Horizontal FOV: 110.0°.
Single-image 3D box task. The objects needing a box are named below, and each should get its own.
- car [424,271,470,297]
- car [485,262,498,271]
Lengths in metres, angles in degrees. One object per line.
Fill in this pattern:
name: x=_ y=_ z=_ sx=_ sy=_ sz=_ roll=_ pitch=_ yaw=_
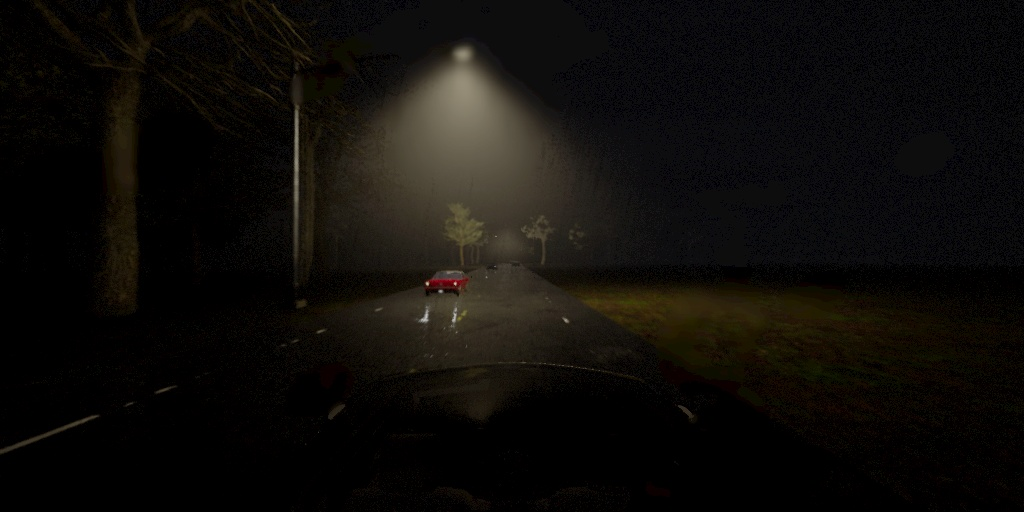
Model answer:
car: x=-3.602 y=1.513 z=20.426 sx=1.895 sy=1.301 sz=4.718 roll=0 pitch=0 yaw=0
car: x=-3.526 y=1.755 z=62.892 sx=1.837 sy=1.490 sz=4.892 roll=0 pitch=0 yaw=0
